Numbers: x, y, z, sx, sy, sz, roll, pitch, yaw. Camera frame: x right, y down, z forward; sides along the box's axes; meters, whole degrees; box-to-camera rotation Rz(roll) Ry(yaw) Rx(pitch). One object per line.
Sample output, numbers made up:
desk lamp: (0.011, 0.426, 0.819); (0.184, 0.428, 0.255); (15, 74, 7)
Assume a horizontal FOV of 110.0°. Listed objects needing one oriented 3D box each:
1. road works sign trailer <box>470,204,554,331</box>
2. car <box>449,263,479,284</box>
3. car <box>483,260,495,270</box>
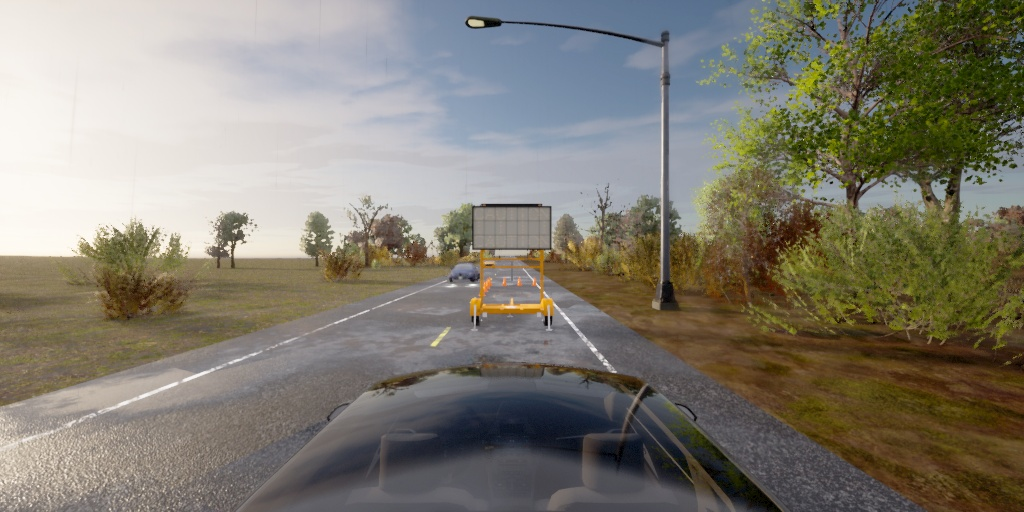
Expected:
road works sign trailer: (-0.003, 0.213, 10.994); (2.380, 3.560, 2.880); (0, 0, 0)
car: (-3.608, 1.265, 27.452); (1.812, 1.442, 4.674); (0, 0, 0)
car: (-3.516, 1.187, 53.249); (1.882, 1.535, 5.008); (0, 0, 0)
